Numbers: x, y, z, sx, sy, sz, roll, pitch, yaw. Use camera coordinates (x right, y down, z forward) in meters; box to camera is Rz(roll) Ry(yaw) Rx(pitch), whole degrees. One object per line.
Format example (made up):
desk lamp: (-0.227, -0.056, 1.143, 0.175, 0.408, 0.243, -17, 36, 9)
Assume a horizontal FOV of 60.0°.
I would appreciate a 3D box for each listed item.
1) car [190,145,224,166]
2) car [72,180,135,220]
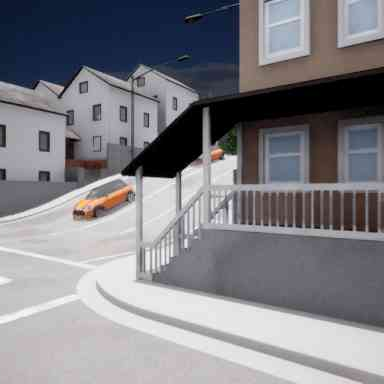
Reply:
car: (1.361, -3.846, 34.162, 2.097, 1.767, 4.553, 0, 13, 35)
car: (-6.204, 0.405, 23.123, 2.097, 1.767, 4.553, 0, 19, 34)
